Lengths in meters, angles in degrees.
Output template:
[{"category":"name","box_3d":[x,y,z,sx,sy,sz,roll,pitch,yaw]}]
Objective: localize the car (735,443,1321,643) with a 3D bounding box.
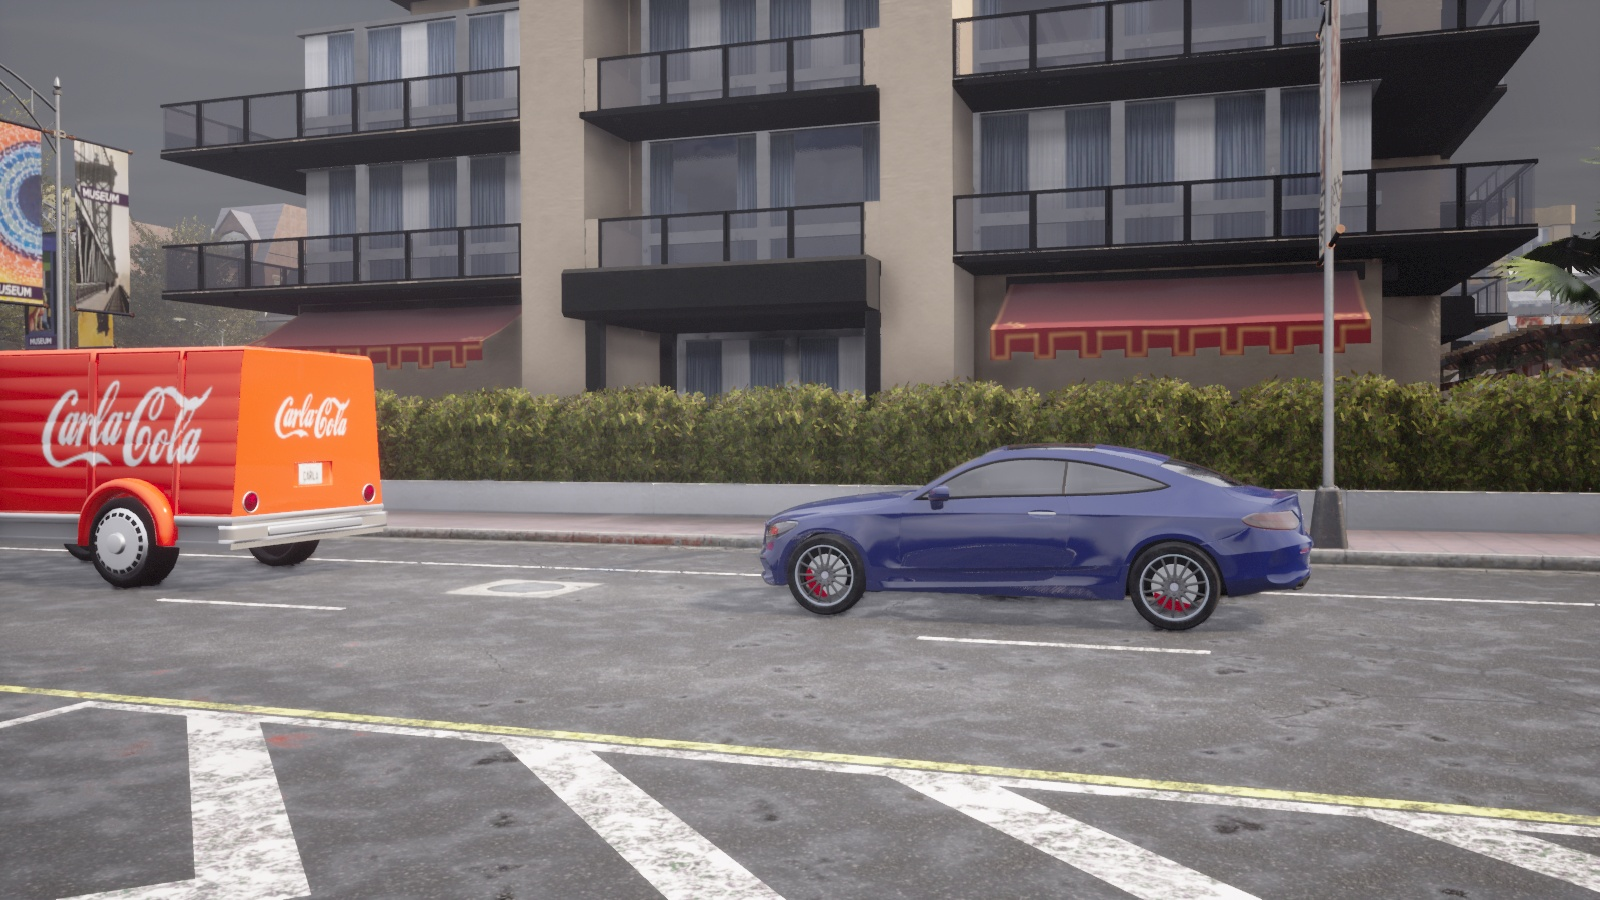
[{"category":"car","box_3d":[1.945,0.684,10.949,4.674,1.442,1.812,1,1,18]}]

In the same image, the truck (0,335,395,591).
[{"category":"truck","box_3d":[-7.581,0.085,14.149,5.204,2.467,2.627,1,1,19]}]
